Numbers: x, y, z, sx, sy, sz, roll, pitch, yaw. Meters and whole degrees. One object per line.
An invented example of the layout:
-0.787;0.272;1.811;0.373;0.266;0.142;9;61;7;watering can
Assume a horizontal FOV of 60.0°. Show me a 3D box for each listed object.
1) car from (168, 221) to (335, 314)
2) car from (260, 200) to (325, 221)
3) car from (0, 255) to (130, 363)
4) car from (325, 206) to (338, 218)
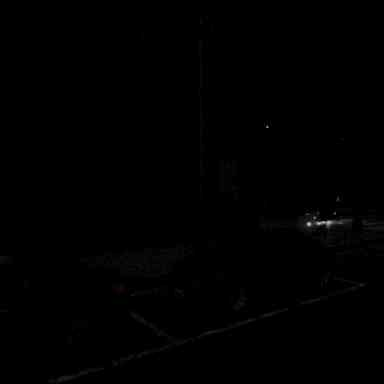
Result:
1.524;1.569;7.620;4.313;1.339;1.947;0;0;-35;car
7.653;1.546;27.124;2.033;1.411;5.357;0;0;-36;car
-2.915;1.582;4.455;4.206;1.307;1.802;0;0;-35;car
10.235;1.496;29.100;1.837;1.490;4.892;0;0;-36;car
